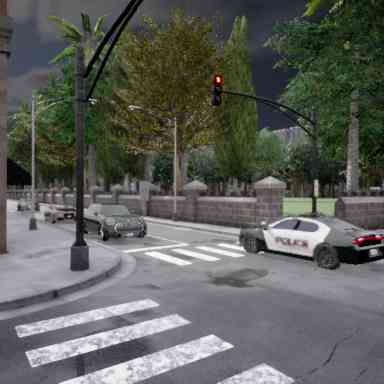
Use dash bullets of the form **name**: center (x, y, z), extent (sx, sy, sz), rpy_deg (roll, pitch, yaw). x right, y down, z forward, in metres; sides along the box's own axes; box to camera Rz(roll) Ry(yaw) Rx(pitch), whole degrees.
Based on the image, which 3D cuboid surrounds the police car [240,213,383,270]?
- **police car**: center (3.727, 1.513, 11.332), extent (2.038, 1.542, 4.974), rpy_deg (0, 0, -35)

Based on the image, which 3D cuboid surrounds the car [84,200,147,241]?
- **car**: center (-4.060, 1.345, 16.913), extent (2.097, 1.767, 4.553), rpy_deg (0, 0, -34)

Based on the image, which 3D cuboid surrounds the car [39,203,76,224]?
- **car**: center (-9.770, 1.554, 25.010), extent (1.994, 1.385, 4.181), rpy_deg (0, 0, -35)

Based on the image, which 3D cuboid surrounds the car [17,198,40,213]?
- **car**: center (-18.125, 1.476, 36.828), extent (2.128, 1.511, 4.902), rpy_deg (0, 0, -35)
